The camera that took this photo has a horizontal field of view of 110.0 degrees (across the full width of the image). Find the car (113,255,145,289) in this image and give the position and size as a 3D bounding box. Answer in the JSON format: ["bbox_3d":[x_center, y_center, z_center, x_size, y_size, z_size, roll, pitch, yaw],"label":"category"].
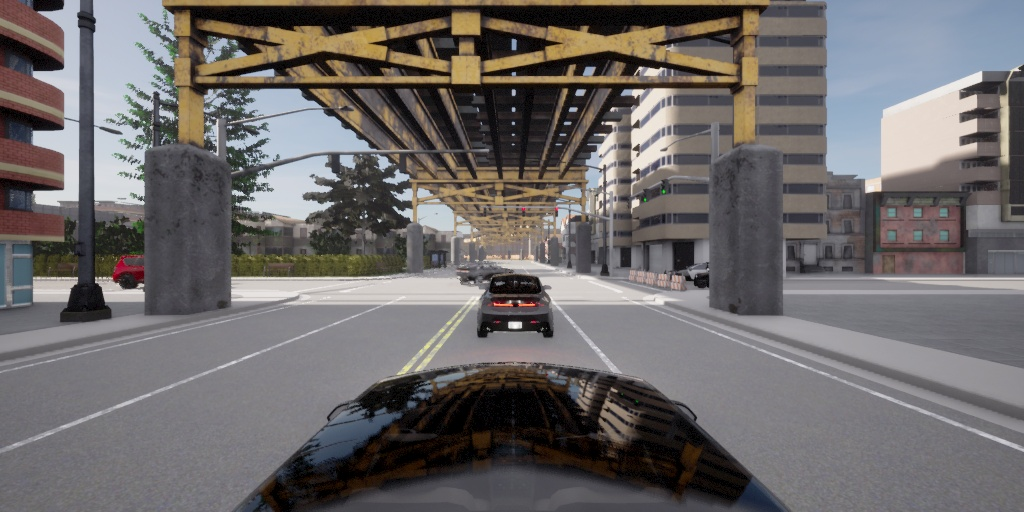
[{"bbox_3d":[-21.338,0.971,22.335,5.566,2.045,2.150,0,0,0],"label":"car"}]

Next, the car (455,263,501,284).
[{"bbox_3d":[-1.864,1.241,26.118,4.902,1.511,2.128,0,1,-43],"label":"car"}]

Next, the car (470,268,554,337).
[{"bbox_3d":[0.089,1.255,10.211,1.837,1.490,4.892,0,0,0],"label":"car"}]
